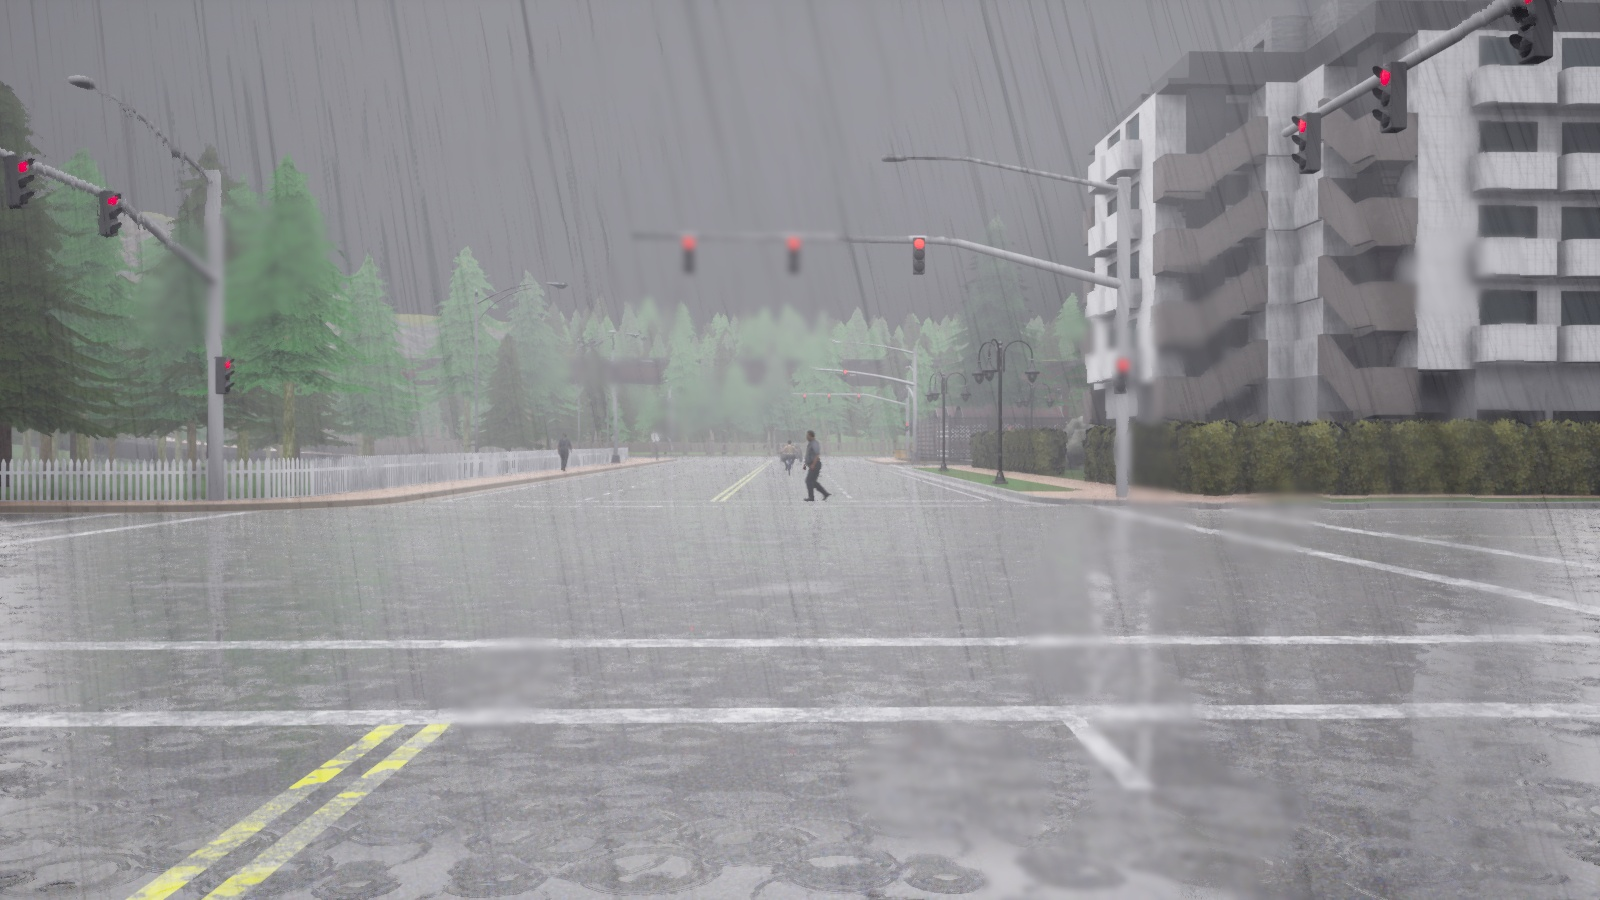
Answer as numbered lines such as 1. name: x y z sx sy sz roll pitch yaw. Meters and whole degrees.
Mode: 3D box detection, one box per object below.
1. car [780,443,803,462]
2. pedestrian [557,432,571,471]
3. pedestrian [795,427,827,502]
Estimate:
1. car: -0.661 0.199 99.396 1.816 1.474 4.193 0 0 0
2. pedestrian: -11.037 0.064 58.802 0.540 1.848 0.694 0 0 -2
3. pedestrian: 0.272 0.359 31.231 0.694 1.848 0.540 0 0 -9
